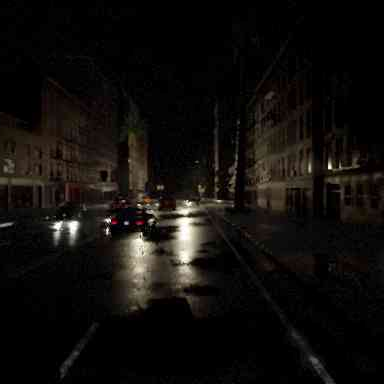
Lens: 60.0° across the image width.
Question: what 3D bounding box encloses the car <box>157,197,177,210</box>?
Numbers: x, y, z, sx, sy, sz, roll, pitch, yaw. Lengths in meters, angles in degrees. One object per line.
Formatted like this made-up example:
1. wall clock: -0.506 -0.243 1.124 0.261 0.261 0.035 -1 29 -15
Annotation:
1. car: -3.135 1.428 43.762 2.097 1.767 4.553 0 0 0

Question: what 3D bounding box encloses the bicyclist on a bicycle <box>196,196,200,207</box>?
1. bicyclist on a bicycle: 0.912 1.550 48.421 0.582 1.620 1.656 0 -1 0

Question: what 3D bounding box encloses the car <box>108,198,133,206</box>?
1. car: -6.580 1.383 31.090 2.097 1.767 4.553 0 0 0

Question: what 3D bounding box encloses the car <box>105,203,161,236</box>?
1. car: -3.144 1.552 18.468 2.033 1.411 5.357 0 0 0

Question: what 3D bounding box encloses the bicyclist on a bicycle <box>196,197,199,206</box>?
1. bicyclist on a bicycle: 0.915 1.597 57.411 0.582 1.620 1.656 0 -1 0

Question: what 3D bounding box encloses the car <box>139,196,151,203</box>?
1. car: -9.725 1.680 68.787 1.882 1.535 5.008 0 0 0

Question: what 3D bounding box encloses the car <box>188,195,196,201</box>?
1. car: 0.034 1.727 94.419 2.128 1.511 4.902 0 0 0

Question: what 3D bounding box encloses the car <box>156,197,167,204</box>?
1. car: -6.474 1.792 71.674 1.895 1.301 4.718 0 0 0

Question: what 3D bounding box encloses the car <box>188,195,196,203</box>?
1. car: 0.029 1.804 79.858 2.128 1.511 4.902 0 0 0

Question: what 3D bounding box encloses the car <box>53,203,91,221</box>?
1. car: -9.834 1.586 27.590 1.994 1.385 4.181 0 0 0
